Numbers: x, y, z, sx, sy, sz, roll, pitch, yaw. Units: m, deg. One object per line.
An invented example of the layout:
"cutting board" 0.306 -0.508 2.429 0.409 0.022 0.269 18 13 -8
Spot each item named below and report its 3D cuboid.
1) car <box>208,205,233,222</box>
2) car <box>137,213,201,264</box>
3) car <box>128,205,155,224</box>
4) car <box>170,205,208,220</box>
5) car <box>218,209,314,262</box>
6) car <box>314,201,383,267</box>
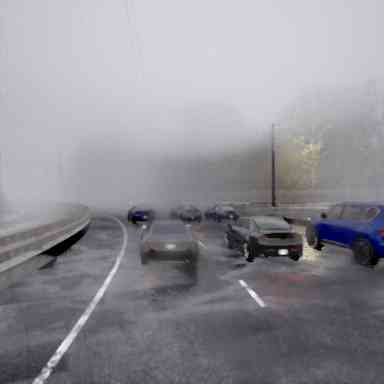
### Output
"car" 2.597 1.880 29.690 1.812 1.442 4.674 0 0 -17
"car" -0.942 1.725 12.562 1.994 1.385 4.181 0 -1 -8
"car" -4.395 1.850 28.636 1.882 1.535 5.008 0 0 -17
"car" -0.616 1.843 28.224 2.128 1.511 4.902 0 -1 -16
"car" 2.552 1.655 12.853 1.837 1.490 4.892 0 0 -8
"car" 6.199 1.346 12.044 2.150 2.045 5.566 0 0 -6
